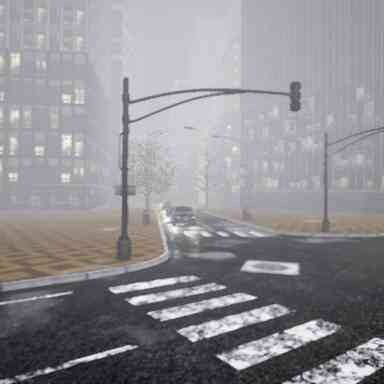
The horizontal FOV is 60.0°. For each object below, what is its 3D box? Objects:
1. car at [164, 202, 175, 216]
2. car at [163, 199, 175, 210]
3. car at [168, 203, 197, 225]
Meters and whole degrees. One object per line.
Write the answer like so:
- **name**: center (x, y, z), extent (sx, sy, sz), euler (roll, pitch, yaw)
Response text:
- **car**: center (-1.948, 2.203, 38.791), extent (1.895, 1.301, 4.718), euler (1, -1, -6)
- **car**: center (-4.126, 2.441, 58.173), extent (1.812, 1.442, 4.674), euler (1, -1, -6)
- **car**: center (-0.731, 1.940, 28.213), extent (1.837, 1.490, 4.892), euler (1, -1, -7)
